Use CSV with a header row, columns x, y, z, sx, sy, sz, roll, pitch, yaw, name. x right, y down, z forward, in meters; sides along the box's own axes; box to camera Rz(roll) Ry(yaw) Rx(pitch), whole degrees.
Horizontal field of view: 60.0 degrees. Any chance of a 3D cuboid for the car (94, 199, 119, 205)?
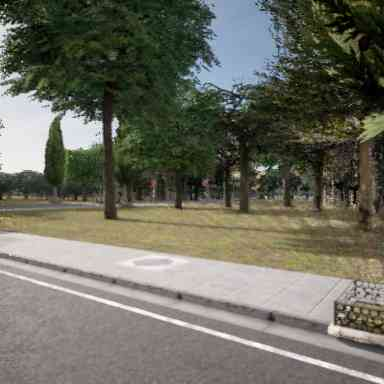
x,y,z,sx,sy,sz,roll,pitch,yaw,name
-17.495,1.861,68.635,2.033,1.411,5.357,0,0,35,car
